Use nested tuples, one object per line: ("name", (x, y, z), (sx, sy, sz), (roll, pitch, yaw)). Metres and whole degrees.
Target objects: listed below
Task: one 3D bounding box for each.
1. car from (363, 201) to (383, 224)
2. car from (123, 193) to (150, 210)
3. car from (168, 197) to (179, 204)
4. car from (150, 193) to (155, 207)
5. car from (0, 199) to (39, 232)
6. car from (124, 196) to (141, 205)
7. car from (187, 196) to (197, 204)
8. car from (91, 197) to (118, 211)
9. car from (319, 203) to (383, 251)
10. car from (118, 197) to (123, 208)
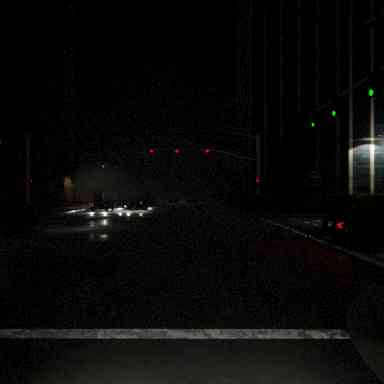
("car", (15.460, 1.478, 24.329), (5.008, 1.535, 1.882), (0, 0, -1))
("car", (-7.139, 1.352, 43.399), (2.097, 1.767, 4.553), (0, 0, 0))
("car", (-3.562, 1.601, 65.523), (1.895, 1.301, 4.718), (0, 0, 0))
("car", (-7.136, 1.221, 52.900), (2.150, 2.045, 5.566), (0, 0, 0))
("car", (-11.690, 1.224, 18.758), (5.566, 2.045, 2.150), (0, 1, -25))
("car", (-10.608, 1.491, 59.342), (2.128, 1.511, 4.902), (0, 0, 0))
("car", (-0.062, 1.525, 64.957), (1.812, 1.442, 4.674), (0, 0, 0))
("car", (-10.617, 1.526, 39.890), (1.812, 1.442, 4.674), (0, 0, 0))
("car", (7.706, 1.352, 13.542), (4.553, 1.767, 2.097), (0, 0, -1))
("car", (-10.639, 1.491, 49.159), (2.128, 1.511, 4.902), (0, 0, 0))
